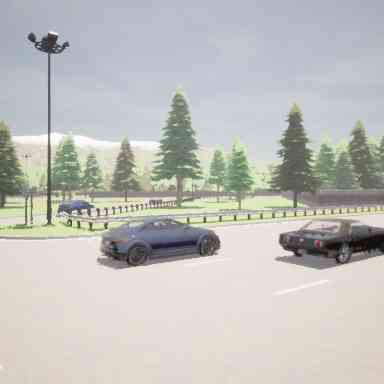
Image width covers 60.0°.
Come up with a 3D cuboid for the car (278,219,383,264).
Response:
[{"bbox_3d":[5.318,1.601,11.823,4.718,1.301,1.895,0,0,-35],"label":"car"}]

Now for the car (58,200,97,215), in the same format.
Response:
[{"bbox_3d":[-11.208,1.526,32.777,1.812,1.442,4.674,0,0,15],"label":"car"}]

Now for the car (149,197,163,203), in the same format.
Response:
[{"bbox_3d":[-6.508,1.601,60.964,1.895,1.301,4.718,0,0,5],"label":"car"}]

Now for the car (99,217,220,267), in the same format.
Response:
[{"bbox_3d":[-1.043,1.564,11.593,4.181,1.385,1.994,0,0,-35],"label":"car"}]
